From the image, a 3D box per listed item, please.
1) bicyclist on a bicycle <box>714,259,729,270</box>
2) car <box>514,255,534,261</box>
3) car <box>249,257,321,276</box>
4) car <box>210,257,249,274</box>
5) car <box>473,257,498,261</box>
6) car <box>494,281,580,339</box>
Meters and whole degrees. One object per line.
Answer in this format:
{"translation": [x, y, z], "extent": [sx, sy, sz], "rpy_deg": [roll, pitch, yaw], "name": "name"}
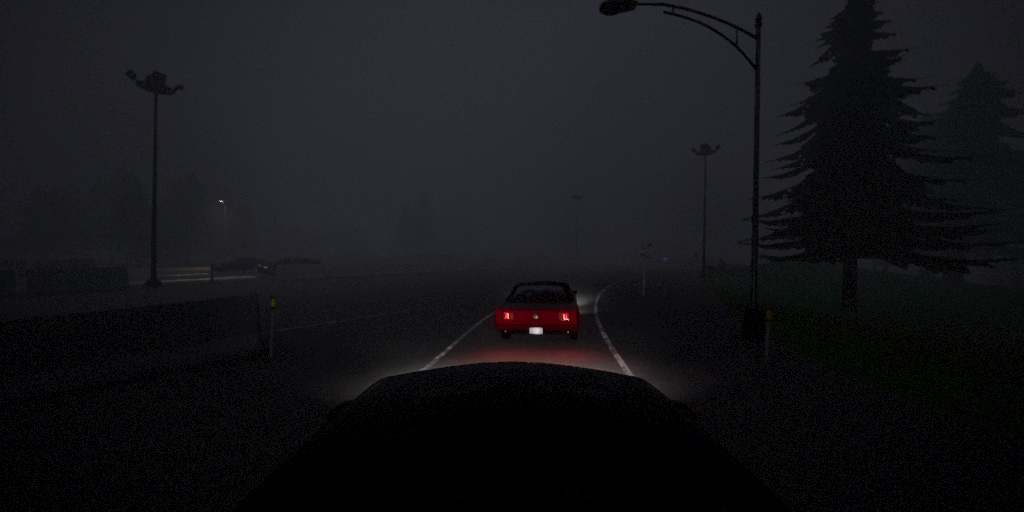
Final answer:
{"translation": [28.403, 1.179, 48.789], "extent": [1.656, 1.620, 0.582], "rpy_deg": [5, 2, 38], "name": "bicyclist on a bicycle"}
{"translation": [0.831, 0.858, 55.792], "extent": [1.895, 1.301, 4.718], "rpy_deg": [1, 0, 38], "name": "car"}
{"translation": [-18.851, 0.836, 30.472], "extent": [2.128, 1.511, 4.902], "rpy_deg": [1, 1, 38], "name": "car"}
{"translation": [-25.296, 0.818, 33.600], "extent": [1.812, 1.442, 4.674], "rpy_deg": [1, 1, 38], "name": "car"}
{"translation": [-4.567, 0.758, 60.228], "extent": [1.895, 1.301, 4.718], "rpy_deg": [1, 0, 38], "name": "car"}
{"translation": [0.868, 1.344, 9.977], "extent": [1.895, 1.301, 4.718], "rpy_deg": [-1, 0, 9], "name": "car"}
